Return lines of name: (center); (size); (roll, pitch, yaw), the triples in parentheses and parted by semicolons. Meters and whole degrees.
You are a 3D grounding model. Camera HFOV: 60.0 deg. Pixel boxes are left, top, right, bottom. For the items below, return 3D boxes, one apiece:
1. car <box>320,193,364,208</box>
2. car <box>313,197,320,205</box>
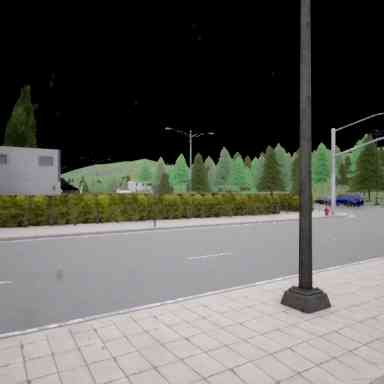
car: (22.132, 1.223, 48.617); (2.150, 2.045, 5.566); (0, 0, -30)
car: (21.821, 1.477, 55.849); (1.882, 1.535, 5.008); (0, 0, -32)
